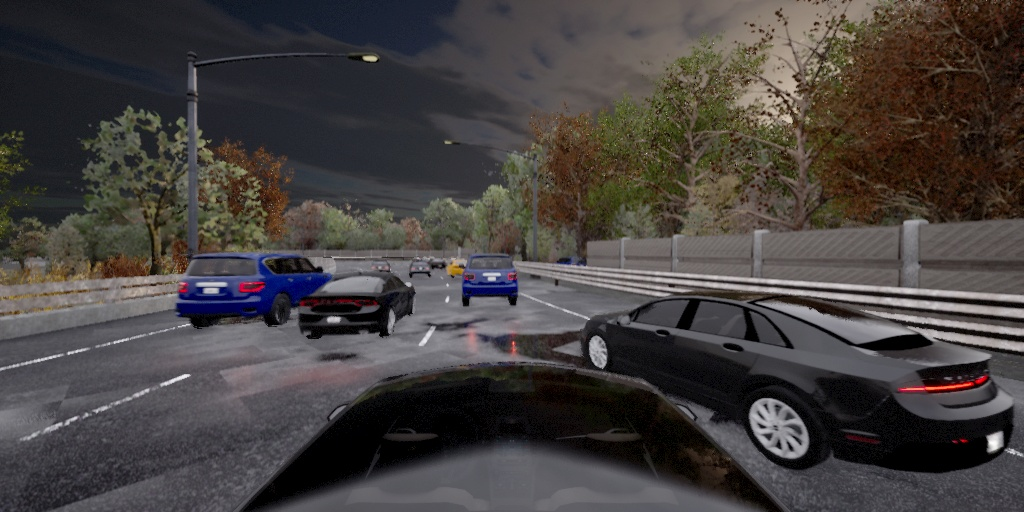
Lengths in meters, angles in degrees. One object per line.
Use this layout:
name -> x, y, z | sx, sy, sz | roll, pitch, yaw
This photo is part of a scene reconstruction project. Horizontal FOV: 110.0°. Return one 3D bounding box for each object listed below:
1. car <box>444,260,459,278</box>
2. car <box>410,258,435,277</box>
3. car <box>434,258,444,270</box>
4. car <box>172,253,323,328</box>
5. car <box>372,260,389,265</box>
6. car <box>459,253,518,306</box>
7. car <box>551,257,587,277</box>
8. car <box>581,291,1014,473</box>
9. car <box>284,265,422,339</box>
car -> -4.670, 1.090, 31.925 | 1.882, 1.535, 5.008 | 0, 0, -16
car -> -8.709, 1.153, 33.527 | 2.033, 1.411, 5.357 | 0, 0, -17
car -> -9.648, 1.029, 45.549 | 1.882, 1.535, 5.008 | 0, 1, -23
car -> -7.602, 0.928, 11.395 | 2.150, 2.045, 5.566 | 0, 0, -6
car -> -13.023, 1.145, 35.411 | 2.033, 1.411, 5.357 | 0, 0, -20
car -> -1.089, 0.908, 15.617 | 2.150, 2.045, 5.566 | 0, 0, -8
car -> 6.292, 1.128, 39.412 | 2.150, 2.045, 5.566 | 3, 0, -18
car -> 2.831, 1.235, 5.026 | 1.837, 1.490, 4.892 | 0, -1, -22
car -> -4.000, 1.190, 10.075 | 1.882, 1.535, 5.008 | 0, 0, -5
